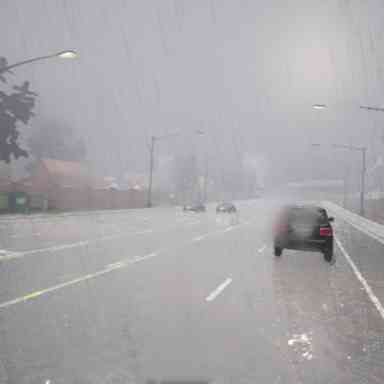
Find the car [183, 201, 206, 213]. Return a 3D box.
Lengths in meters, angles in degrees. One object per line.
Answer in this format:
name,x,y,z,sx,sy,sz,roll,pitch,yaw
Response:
car,0.365,1.909,43.497,2.128,1.511,4.902,3,0,20

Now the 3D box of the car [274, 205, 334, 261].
car,4.898,1.616,14.512,2.150,2.045,5.566,3,-1,20

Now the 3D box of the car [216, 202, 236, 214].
car,4.651,2.101,45.069,2.128,1.511,4.902,3,0,20
